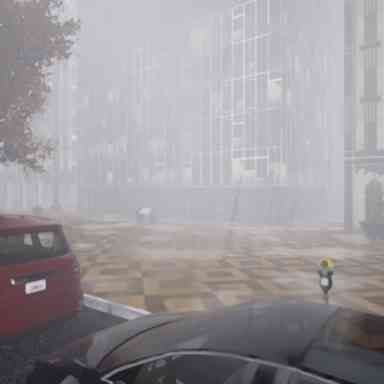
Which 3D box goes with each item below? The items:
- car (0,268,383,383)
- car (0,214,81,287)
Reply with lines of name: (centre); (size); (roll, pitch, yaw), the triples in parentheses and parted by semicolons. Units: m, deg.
car: (0.529, 1.565, 2.500); (4.313, 1.339, 1.947); (0, 0, 35)
car: (-3.971, 1.305, 5.701); (5.009, 1.841, 2.192); (0, 0, 35)
